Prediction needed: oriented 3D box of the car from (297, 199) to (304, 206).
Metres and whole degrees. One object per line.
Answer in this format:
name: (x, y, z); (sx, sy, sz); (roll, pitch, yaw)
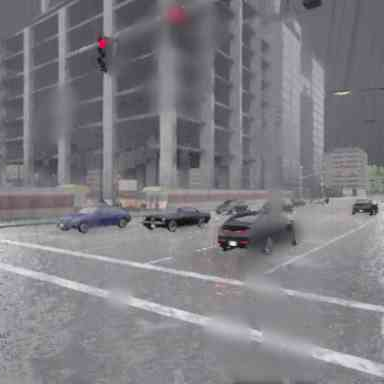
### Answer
car: (14.813, 1.637, 47.849); (1.895, 1.301, 4.718); (0, 0, 36)

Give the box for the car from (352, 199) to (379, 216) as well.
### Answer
car: (17.224, 1.494, 33.073); (1.837, 1.490, 4.892); (0, 0, 36)

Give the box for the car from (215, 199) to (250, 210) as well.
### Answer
car: (4.140, 1.474, 33.216); (1.837, 1.490, 4.892); (0, 0, 36)

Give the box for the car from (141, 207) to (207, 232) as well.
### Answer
car: (-0.891, 1.578, 20.267); (1.895, 1.301, 4.718); (0, 0, 36)

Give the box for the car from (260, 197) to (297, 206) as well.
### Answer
car: (8.493, 1.328, 33.259); (2.097, 1.767, 4.553); (0, 0, 36)

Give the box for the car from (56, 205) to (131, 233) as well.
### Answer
car: (-5.636, 1.496, 19.641); (1.812, 1.442, 4.674); (0, 0, 34)

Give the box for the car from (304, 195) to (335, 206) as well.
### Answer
car: (17.669, 1.115, 45.825); (2.128, 1.511, 4.902); (0, 0, 36)

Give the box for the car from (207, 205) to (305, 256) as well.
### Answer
car: (2.819, 1.495, 13.258); (1.837, 1.490, 4.892); (0, 0, 36)
